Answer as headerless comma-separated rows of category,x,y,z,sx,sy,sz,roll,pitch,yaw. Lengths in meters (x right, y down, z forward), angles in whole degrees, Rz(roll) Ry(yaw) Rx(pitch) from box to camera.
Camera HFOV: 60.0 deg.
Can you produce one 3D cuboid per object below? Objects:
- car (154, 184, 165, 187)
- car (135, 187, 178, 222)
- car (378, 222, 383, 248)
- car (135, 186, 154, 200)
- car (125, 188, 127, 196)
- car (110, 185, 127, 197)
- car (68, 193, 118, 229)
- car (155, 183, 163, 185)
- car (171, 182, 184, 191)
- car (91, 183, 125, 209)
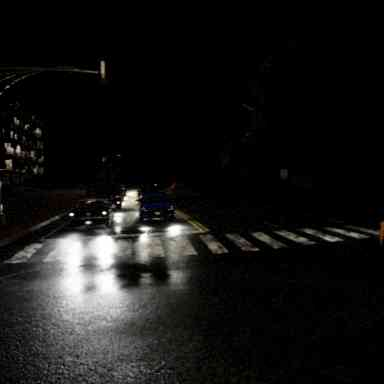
car,-3.769,0.403,28.342,2.128,1.511,4.902,-2,2,-10
car,-2.175,0.717,19.295,1.882,1.535,5.008,-2,2,-10
car,6.673,0.958,7.771,1.882,1.535,5.008,-3,1,-10
car,-5.588,0.079,38.820,2.033,1.411,5.357,-2,2,-10
car,-8.564,0.169,36.975,1.882,1.535,5.008,-2,2,-10
car,-10.279,-0.182,47.028,2.128,1.511,4.902,-2,2,-10
car,-5.125,1.003,17.360,1.895,1.301,4.718,-2,2,-10
car,-5.978,-0.865,59.994,2.128,1.511,4.902,-4,1,-10
car,-2.659,-0.998,60.006,1.882,1.535,5.008,0,2,-10
car,-6.838,0.277,26.953,2.150,2.045,5.566,-2,2,-10
